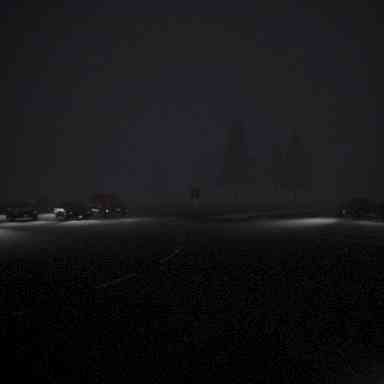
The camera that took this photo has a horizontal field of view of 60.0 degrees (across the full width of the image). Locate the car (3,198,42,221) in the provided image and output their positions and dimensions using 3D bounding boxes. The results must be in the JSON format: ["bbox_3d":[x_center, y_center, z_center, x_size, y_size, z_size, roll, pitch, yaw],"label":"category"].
[{"bbox_3d":[-13.770,1.498,26.847,1.812,1.442,4.674,0,0,-35],"label":"car"}]

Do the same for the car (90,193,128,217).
[{"bbox_3d":[-7.841,1.147,30.583,2.150,2.045,5.566,0,0,-35],"label":"car"}]

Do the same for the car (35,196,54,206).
[{"bbox_3d":[-23.877,1.400,53.720,1.882,1.535,5.008,0,0,-34],"label":"car"}]

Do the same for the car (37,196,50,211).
[{"bbox_3d":[-16.077,1.439,36.302,2.128,1.511,4.902,0,0,-35],"label":"car"}]

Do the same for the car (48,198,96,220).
[{"bbox_3d":[-10.053,1.496,27.632,2.033,1.411,5.357,0,0,-35],"label":"car"}]

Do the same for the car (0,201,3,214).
[{"bbox_3d":[-19.192,1.572,34.651,1.895,1.301,4.718,0,0,-35],"label":"car"}]

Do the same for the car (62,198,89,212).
[{"bbox_3d":[-13.713,1.487,39.037,1.994,1.385,4.181,0,0,-35],"label":"car"}]

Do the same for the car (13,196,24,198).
[{"bbox_3d":[-27.742,1.439,53.153,2.128,1.511,4.902,0,0,-34],"label":"car"}]

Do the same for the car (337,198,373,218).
[{"bbox_3d":[14.262,1.306,28.279,4.902,1.511,2.128,0,0,-35],"label":"car"}]

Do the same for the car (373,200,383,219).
[{"bbox_3d":[16.709,1.032,25.734,5.566,2.045,2.150,0,0,-34],"label":"car"}]
